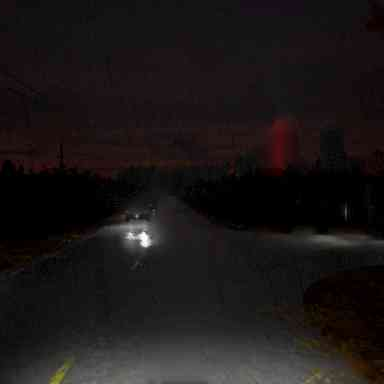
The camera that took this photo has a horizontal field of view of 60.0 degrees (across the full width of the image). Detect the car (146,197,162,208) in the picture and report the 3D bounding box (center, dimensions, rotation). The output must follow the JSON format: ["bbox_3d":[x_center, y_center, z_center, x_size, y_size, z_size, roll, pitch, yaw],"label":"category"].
[{"bbox_3d":[-5.668,1.540,49.887,2.128,1.511,4.902,0,0,-4],"label":"car"}]

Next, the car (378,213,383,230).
[{"bbox_3d":[12.055,1.232,15.995,5.566,2.045,2.150,0,0,-2],"label":"car"}]

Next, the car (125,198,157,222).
[{"bbox_3d":[-4.194,1.519,26.886,2.128,1.511,4.902,0,0,-3],"label":"car"}]

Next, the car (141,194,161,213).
[{"bbox_3d":[-4.912,1.259,38.258,2.150,2.045,5.566,0,0,-4],"label":"car"}]
